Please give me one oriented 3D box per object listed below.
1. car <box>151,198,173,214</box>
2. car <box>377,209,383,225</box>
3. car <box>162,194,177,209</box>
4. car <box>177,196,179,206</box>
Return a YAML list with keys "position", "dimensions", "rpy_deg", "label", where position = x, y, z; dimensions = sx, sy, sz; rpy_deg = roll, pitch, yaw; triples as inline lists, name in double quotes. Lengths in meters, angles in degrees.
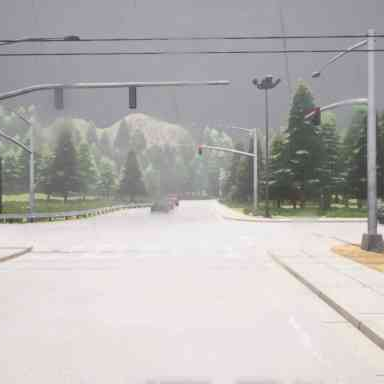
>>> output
- position: [-3.549, 1.718, 37.646]
  dimensions: [1.895, 1.301, 4.718]
  rpy_deg: [0, 0, 0]
  label: "car"
- position: [14.611, 1.362, 22.105]
  dimensions: [4.553, 1.767, 2.097]
  rpy_deg: [0, 0, 1]
  label: "car"
- position: [-3.525, 1.487, 44.768]
  dimensions: [2.097, 1.767, 4.553]
  rpy_deg: [0, 0, 0]
  label: "car"
- position: [-3.422, 1.382, 56.569]
  dimensions: [2.150, 2.045, 5.566]
  rpy_deg: [0, 0, 1]
  label: "car"
